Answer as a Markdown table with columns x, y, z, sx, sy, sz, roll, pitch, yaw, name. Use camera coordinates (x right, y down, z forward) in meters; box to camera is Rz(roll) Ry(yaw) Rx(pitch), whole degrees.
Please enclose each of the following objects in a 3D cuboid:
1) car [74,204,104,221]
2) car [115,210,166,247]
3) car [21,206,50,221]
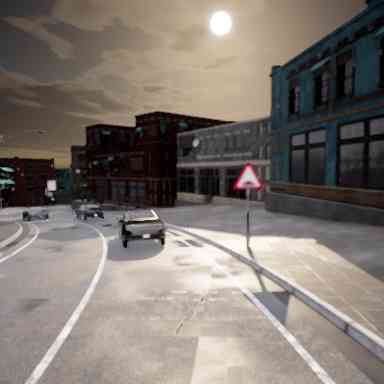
| x | y | z | sx | sy | sz | roll | pitch | yaw | name |
| --- | --- | --- | --- | --- | --- | --- | --- | --- | --- |
| -10.091 | 1.910 | 32.415 | 1.837 | 1.490 | 4.892 | -2 | 0 | -32 | car |
| -2.489 | 1.585 | 15.708 | 2.128 | 1.511 | 4.902 | -1 | 0 | -15 | car |
| -16.713 | 2.260 | 35.423 | 1.812 | 1.442 | 4.674 | -3 | 0 | -38 | car |
